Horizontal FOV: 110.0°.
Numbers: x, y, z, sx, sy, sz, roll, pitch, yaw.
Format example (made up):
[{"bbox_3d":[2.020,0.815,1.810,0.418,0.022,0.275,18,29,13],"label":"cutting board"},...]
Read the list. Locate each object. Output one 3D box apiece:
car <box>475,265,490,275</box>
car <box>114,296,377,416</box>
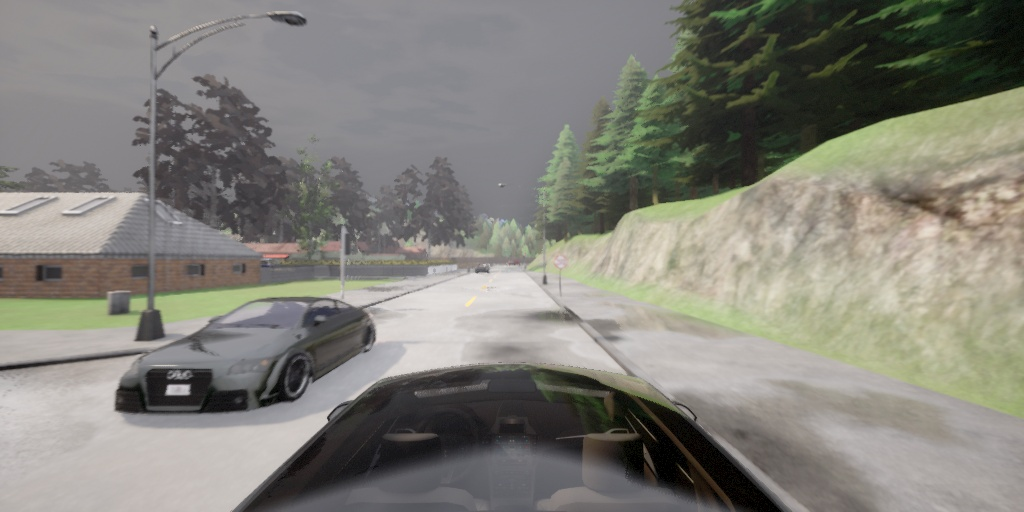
[{"bbox_3d":[-3.982,1.824,48.751,1.895,1.301,4.718,0,-1,0],"label":"car"},{"bbox_3d":[-3.997,1.428,6.287,1.994,1.385,4.181,0,0,0],"label":"car"}]
